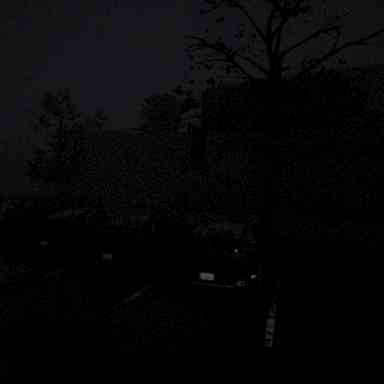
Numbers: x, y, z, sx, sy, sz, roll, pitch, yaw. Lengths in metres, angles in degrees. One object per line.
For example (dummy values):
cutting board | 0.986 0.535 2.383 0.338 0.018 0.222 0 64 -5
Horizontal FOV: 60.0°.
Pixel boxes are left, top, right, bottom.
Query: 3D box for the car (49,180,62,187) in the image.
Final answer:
car | -34.545 -2.111 81.445 4.674 1.452 2.002 3 6 38

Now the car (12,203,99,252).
car | -3.720 1.309 12.362 2.231 1.521 4.892 1 0 18

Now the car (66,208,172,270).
car | -1.367 1.357 10.573 2.231 1.521 4.892 1 0 17

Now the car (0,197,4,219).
car | -15.214 1.091 21.627 2.231 1.521 4.892 1 -1 21

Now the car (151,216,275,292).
car | 1.003 1.407 8.802 2.231 1.521 4.892 1 0 17

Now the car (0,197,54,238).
car | -8.348 1.092 16.038 2.185 1.767 4.553 1 0 19
